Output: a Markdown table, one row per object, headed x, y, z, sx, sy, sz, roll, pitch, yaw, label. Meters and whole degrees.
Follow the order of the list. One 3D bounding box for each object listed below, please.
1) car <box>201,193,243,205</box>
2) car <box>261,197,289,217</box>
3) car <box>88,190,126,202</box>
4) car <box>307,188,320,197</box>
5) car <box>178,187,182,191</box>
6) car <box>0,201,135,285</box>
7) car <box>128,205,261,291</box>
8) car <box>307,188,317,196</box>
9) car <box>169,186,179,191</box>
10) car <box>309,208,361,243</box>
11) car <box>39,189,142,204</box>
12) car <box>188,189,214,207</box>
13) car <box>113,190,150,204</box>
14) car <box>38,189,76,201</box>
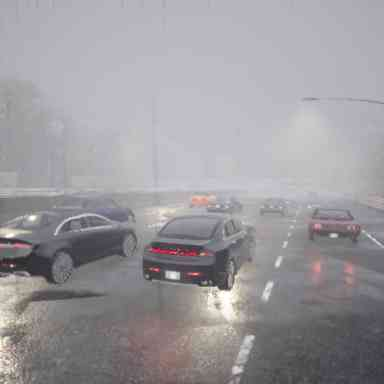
| x | y | z | sx | sy | sz | roll | pitch | yaw | label |
| --- | --- | --- | --- | --- | --- | --- | --- | --- | --- |
| 2.633 | 1.025 | 25.559 | 2.033 | 1.411 | 5.357 | 1 | 1 | 19 | car |
| 6.485 | 1.084 | 25.987 | 2.033 | 1.411 | 5.357 | 1 | 1 | 19 | car |
| -10.509 | 0.445 | 41.570 | 2.033 | 1.411 | 5.357 | 1 | 1 | 19 | car |
| 26.901 | 0.435 | 74.195 | 1.812 | 1.442 | 4.674 | 1 | 1 | 19 | car |
| -0.768 | -0.410 | 79.847 | 2.128 | 1.511 | 4.902 | 1 | 1 | 19 | car |
| -3.195 | 1.230 | 8.841 | 2.128 | 1.511 | 4.902 | 1 | 1 | 19 | car |
| 0.442 | 1.312 | 8.647 | 1.837 | 1.490 | 4.892 | 1 | 1 | 19 | car |
| 31.531 | -0.027 | 87.455 | 2.150 | 2.045 | 5.566 | 1 | 1 | 19 | car |
| -3.942 | -0.710 | 81.355 | 1.882 | 1.535 | 5.008 | 1 | 1 | 19 | car |
| 6.278 | 1.371 | 15.061 | 1.895 | 1.301 | 4.718 | 1 | 1 | 19 | car |
| -4.522 | 0.918 | 15.657 | 2.097 | 1.767 | 4.553 | 1 | 1 | 19 | car |
| 1.398 | 0.655 | 32.627 | 2.097 | 1.767 | 4.553 | 1 | 1 | 19 | car |
| -7.245 | 0.530 | 40.310 | 2.033 | 1.411 | 5.357 | 1 | 1 | 19 | car |
| -17.398 | 0.342 | 43.072 | 1.895 | 1.301 | 4.718 | 1 | 1 | 19 | car |
